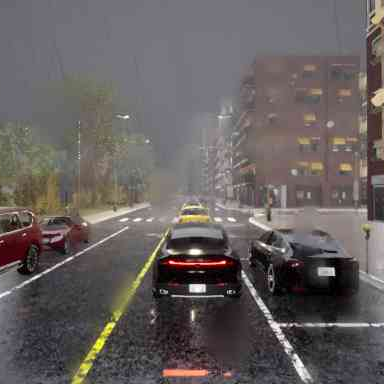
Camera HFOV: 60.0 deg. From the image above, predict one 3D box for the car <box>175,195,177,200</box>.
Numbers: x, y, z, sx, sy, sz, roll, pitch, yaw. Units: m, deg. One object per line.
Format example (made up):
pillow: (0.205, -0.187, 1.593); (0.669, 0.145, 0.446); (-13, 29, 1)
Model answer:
car: (-5.185, 1.609, 85.551); (2.008, 1.369, 4.403); (1, 0, 0)

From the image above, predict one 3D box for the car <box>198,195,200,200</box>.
car: (2.672, 1.621, 69.337); (1.802, 1.307, 4.206); (1, 0, 0)

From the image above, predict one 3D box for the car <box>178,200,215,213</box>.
car: (0.126, 1.461, 19.084); (1.801, 1.575, 5.366); (0, 0, 0)

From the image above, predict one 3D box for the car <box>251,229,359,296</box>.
car: (2.585, 1.568, 8.470); (1.947, 1.339, 4.313); (1, 0, 0)

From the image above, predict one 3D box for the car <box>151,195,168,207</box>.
car: (-5.234, 1.567, 51.495); (1.887, 1.381, 4.507); (1, 0, 0)

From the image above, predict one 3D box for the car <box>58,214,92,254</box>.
car: (-5.289, 1.585, 13.380); (1.802, 1.307, 4.206); (1, 0, 0)

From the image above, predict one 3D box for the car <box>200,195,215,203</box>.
car: (2.648, 1.574, 52.287); (2.008, 1.369, 4.403); (1, 0, 0)

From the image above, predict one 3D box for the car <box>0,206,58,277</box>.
car: (-5.294, 1.317, 7.725); (2.192, 1.841, 5.009); (1, 0, 0)

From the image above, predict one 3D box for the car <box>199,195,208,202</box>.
car: (2.689, 1.492, 80.703); (1.967, 1.590, 4.097); (1, 0, 0)

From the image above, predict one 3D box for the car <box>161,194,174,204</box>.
car: (-5.215, 1.348, 62.847); (2.192, 1.841, 5.009); (1, 0, 0)

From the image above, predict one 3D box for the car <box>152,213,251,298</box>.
car: (0.112, 1.507, 8.486); (1.837, 1.490, 4.892); (0, 0, 0)
